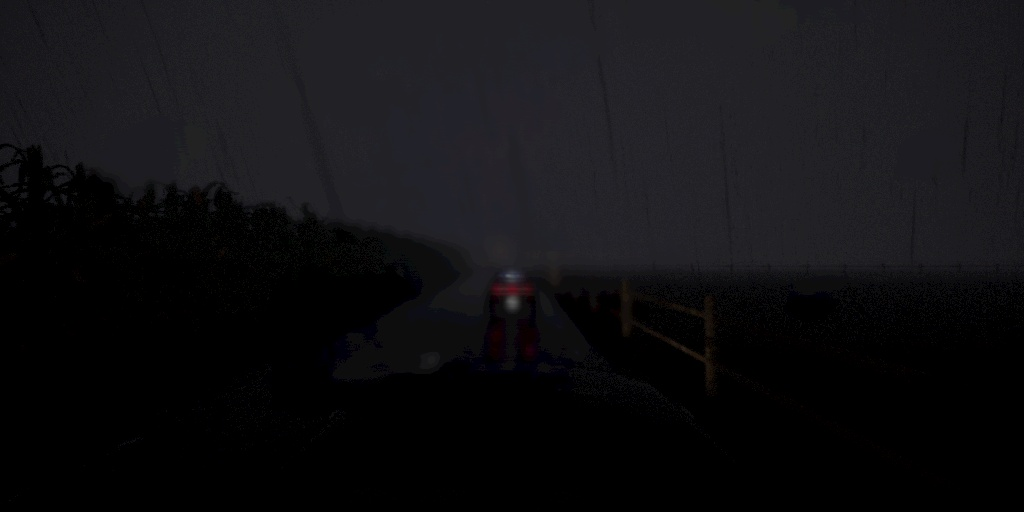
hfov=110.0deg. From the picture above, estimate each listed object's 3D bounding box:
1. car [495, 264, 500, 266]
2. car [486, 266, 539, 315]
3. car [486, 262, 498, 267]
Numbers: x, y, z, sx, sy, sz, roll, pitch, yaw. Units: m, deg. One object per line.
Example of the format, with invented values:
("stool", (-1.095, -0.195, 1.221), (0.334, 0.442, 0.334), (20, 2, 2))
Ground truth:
("car", (0.007, 1.480, 27.062), (2.033, 1.411, 5.357), (0, 0, 0))
("car", (0.035, 1.332, 14.134), (2.128, 1.511, 4.902), (0, 0, 1))
("car", (-2.852, 1.661, 54.639), (2.033, 1.411, 5.357), (0, 0, 0))
